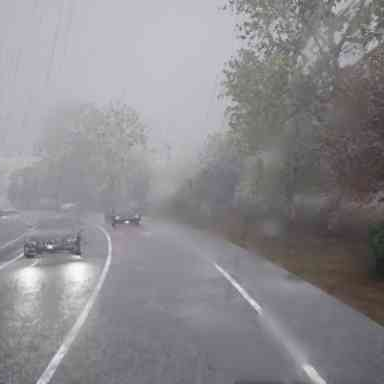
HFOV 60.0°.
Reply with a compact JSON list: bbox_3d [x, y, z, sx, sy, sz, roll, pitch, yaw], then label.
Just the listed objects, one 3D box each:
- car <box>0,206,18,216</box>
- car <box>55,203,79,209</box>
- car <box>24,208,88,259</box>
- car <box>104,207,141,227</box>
[{"bbox_3d":[-27.017,2.714,48.408,2.033,1.411,5.357,-5,2,-43],"label":"car"},{"bbox_3d":[-15.033,2.014,39.993,1.812,1.442,4.674,-4,1,-38],"label":"car"},{"bbox_3d":[-5.324,1.615,13.403,1.837,1.490,4.892,-1,0,-15],"label":"car"},{"bbox_3d":[-5.095,1.701,23.779,1.895,1.301,4.718,-2,0,-22],"label":"car"}]
